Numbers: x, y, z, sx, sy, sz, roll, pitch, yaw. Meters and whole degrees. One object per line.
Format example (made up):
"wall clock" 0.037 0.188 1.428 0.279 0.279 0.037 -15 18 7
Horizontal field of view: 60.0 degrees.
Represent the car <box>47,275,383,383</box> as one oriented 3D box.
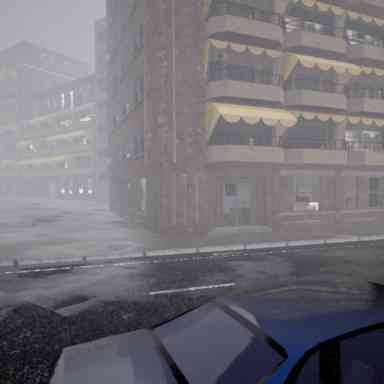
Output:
"car" 1.446 1.547 2.954 5.357 1.411 2.033 0 0 -21
